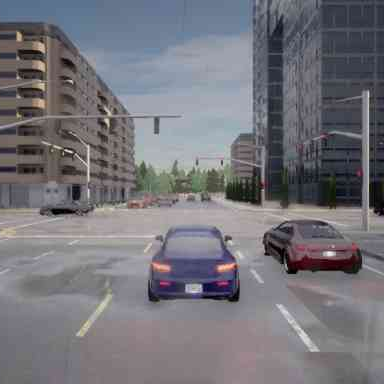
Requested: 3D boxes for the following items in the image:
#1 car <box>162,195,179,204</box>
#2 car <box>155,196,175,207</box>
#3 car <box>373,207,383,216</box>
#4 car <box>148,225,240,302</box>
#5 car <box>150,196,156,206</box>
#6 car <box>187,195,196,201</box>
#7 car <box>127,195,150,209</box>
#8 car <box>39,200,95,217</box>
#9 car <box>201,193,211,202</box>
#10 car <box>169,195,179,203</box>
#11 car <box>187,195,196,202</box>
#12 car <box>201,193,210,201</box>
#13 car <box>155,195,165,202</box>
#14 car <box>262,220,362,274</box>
[{"bbox_3d":[-3.929,1.601,60.110,1.895,1.301,4.718,0,0,1],"label":"car"},{"bbox_3d":[-4.006,1.601,50.057,1.895,1.301,4.718,0,0,0],"label":"car"},{"bbox_3d":[19.449,1.656,30.750,4.718,1.301,1.895,0,0,0],"label":"car"},{"bbox_3d":[0.044,1.526,8.139,1.812,1.442,4.674,0,0,0],"label":"car"},{"bbox_3d":[-7.489,1.352,54.266,2.097,1.767,4.553,0,0,0],"label":"car"},{"bbox_3d":[-0.069,1.525,87.841,2.128,1.511,4.902,0,0,1],"label":"car"},{"bbox_3d":[-7.483,1.352,45.657,2.097,1.767,4.553,0,0,0],"label":"car"},{"bbox_3d":[-11.507,1.530,30.793,4.902,1.511,2.128,0,0,0],"label":"car"},{"bbox_3d":[3.325,1.355,77.706,2.097,1.767,4.553,0,0,1],"label":"car"},{"bbox_3d":[-3.751,1.478,70.461,1.882,1.535,5.008,0,0,1],"label":"car"},{"bbox_3d":[-0.176,1.540,77.497,2.033,1.411,5.357,0,0,1],"label":"car"},{"bbox_3d":[3.432,1.225,87.869,2.150,2.045,5.566,0,0,1],"label":"car"},{"bbox_3d":[-7.204,1.470,74.988,1.882,1.535,5.008,0,0,1],"label":"car"},{"bbox_3d":[3.552,1.564,10.563,1.994,1.385,4.181,0,0,0],"label":"car"}]
